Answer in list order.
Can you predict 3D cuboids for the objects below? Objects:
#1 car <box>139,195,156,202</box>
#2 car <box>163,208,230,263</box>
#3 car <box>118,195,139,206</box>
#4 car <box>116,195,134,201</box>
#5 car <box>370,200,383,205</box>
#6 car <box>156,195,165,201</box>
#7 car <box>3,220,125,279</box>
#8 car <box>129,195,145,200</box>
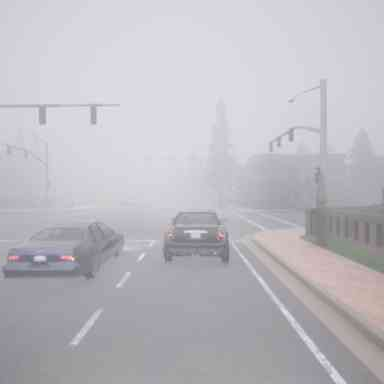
[{"bbox_3d":[-11.105,1.613,79.286,1.895,1.301,4.718,0,0,-35],"label":"car"},{"bbox_3d":[0.258,1.355,12.259,2.097,1.767,4.553,0,0,4],"label":"car"},{"bbox_3d":[-10.439,1.490,54.960,1.882,1.535,5.008,0,0,-3],"label":"car"},{"bbox_3d":[-17.617,1.438,87.106,4.902,1.511,2.128,0,0,43],"label":"car"},{"bbox_3d":[18.958,1.500,29.268,4.902,1.511,2.128,0,0,0],"label":"car"},{"bbox_3d":[-8.401,1.519,81.535,1.837,1.490,4.892,0,0,-35],"label":"car"},{"bbox_3d":[-3.421,1.550,10.024,2.033,1.411,5.357,0,0,0],"label":"car"},{"bbox_3d":[-14.843,1.466,89.293,4.718,1.301,1.895,0,0,43],"label":"car"}]
